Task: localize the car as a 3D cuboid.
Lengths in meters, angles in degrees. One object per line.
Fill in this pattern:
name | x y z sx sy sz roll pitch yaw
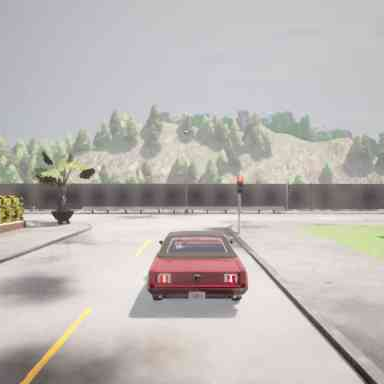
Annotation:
car | 0.101 1.601 8.279 1.895 1.301 4.718 0 0 0
